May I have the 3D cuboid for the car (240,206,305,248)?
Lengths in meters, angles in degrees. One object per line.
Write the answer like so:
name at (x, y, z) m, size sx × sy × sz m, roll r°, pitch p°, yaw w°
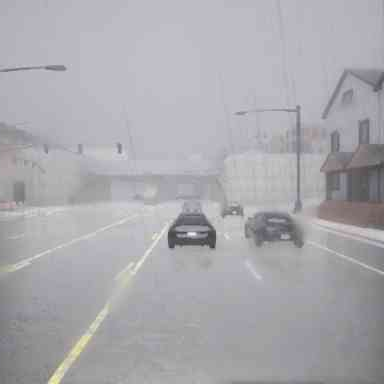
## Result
car at (3.500, 1.531, 14.650) m, size 1.812 × 1.442 × 4.674 m, roll 0°, pitch 0°, yaw 0°

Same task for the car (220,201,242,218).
car at (3.499, 1.537, 29.651) m, size 1.812 × 1.442 × 4.674 m, roll 0°, pitch 0°, yaw 0°

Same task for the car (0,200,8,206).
car at (-28.994, 1.292, 47.575) m, size 1.853 × 1.218 × 4.536 m, roll 0°, pitch 0°, yaw 29°

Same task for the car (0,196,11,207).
car at (-28.970, 1.450, 47.621) m, size 2.038 × 1.542 × 4.974 m, roll 0°, pitch 0°, yaw 29°

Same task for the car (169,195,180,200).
car at (-4.857, 1.413, 87.796) m, size 1.812 × 1.442 × 4.674 m, roll 0°, pitch 0°, yaw 2°

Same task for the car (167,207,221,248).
car at (0.000, 1.570, 14.650) m, size 1.994 × 1.385 × 4.181 m, roll 0°, pitch 0°, yaw 0°

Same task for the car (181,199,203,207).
car at (-0.003, 1.572, 29.652) m, size 2.033 × 1.411 × 5.357 m, roll 0°, pitch 0°, yaw 0°

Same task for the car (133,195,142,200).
car at (-15.211, 1.473, 92.914) m, size 1.882 × 1.535 × 5.008 m, roll 0°, pitch 0°, yaw 2°

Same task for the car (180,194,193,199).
car at (-1.360, 1.371, 87.884) m, size 1.882 × 1.535 × 5.008 m, roll 0°, pitch 0°, yaw 2°
